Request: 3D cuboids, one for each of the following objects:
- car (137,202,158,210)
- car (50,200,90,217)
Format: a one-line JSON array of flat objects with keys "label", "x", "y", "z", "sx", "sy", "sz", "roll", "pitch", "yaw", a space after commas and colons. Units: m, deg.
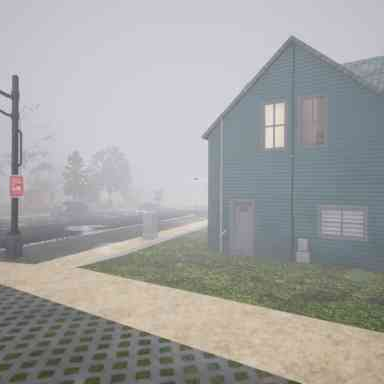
[{"label": "car", "x": -7.142, "y": 2.213, "z": 53.092, "sx": 1.994, "sy": 1.385, "sz": 4.181, "roll": 1, "pitch": -1, "yaw": 20}, {"label": "car", "x": -13.191, "y": 1.693, "z": 36.107, "sx": 2.097, "sy": 1.767, "sz": 4.553, "roll": 1, "pitch": -1, "yaw": 19}]
